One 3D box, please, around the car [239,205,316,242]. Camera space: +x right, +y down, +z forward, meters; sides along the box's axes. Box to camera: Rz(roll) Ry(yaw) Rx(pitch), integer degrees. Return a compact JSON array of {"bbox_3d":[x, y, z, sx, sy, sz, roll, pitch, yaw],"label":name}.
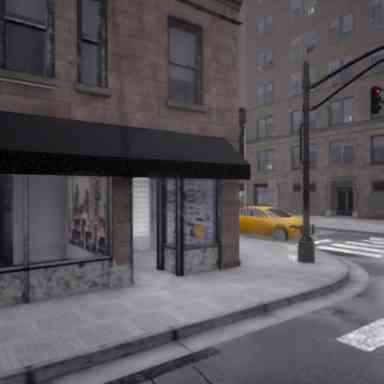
[{"bbox_3d":[3.739,1.468,16.697,1.882,1.535,5.008,0,0,-36],"label":"car"}]
